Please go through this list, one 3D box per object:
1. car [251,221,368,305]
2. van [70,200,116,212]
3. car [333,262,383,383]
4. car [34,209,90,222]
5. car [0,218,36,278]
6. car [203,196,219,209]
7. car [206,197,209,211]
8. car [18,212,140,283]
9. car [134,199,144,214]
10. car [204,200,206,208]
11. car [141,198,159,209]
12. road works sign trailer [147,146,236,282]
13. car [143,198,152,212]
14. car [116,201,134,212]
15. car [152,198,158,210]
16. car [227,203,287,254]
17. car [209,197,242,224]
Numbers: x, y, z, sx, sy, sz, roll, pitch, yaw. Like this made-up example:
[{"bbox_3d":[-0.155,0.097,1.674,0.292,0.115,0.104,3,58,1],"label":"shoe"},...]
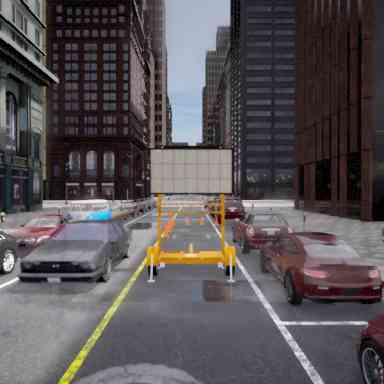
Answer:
[{"bbox_3d":[2.745,1.582,7.817,1.802,1.307,4.206,0,0,0],"label":"car"},{"bbox_3d":[-5.802,1.344,19.069,1.690,1.788,3.998,0,0,0],"label":"van"},{"bbox_3d":[2.756,1.582,2.180,1.802,1.307,4.206,0,0,0],"label":"car"},{"bbox_3d":[-5.790,1.583,13.433,1.802,1.307,4.206,0,0,0],"label":"car"},{"bbox_3d":[-5.780,1.551,7.795,2.008,1.369,4.403,0,0,0],"label":"car"},{"bbox_3d":[2.672,1.464,47.269,1.967,1.590,4.097,0,0,0],"label":"car"},{"bbox_3d":[2.702,1.324,30.361,2.192,1.841,5.009,0,0,0],"label":"car"},{"bbox_3d":[-3.018,1.548,9.943,2.033,1.411,5.357,0,0,0],"label":"car"},{"bbox_3d":[-5.821,1.592,30.342,1.802,1.307,4.206,0,0,0],"label":"car"},{"bbox_3d":[2.693,1.579,35.997,1.947,1.339,4.313,0,0,0],"label":"car"},{"bbox_3d":[-5.853,1.575,47.252,2.008,1.369,4.403,0,0,0],"label":"car"},{"bbox_3d":[-0.018,0.465,9.701,2.380,3.560,2.880,0,0,0],"label":"road works sign trailer"},{"bbox_3d":[-5.832,1.580,35.979,1.947,1.339,4.313,0,0,0],"label":"car"},{"bbox_3d":[-5.811,1.531,24.535,1.752,1.417,4.829,0,0,0],"label":"car"},{"bbox_3d":[-5.842,1.585,41.615,1.947,1.339,4.313,0,0,0],"label":"car"},{"bbox_3d":[2.734,1.441,13.453,1.967,1.590,4.097,0,0,0],"label":"car"},{"bbox_3d":[2.713,1.321,24.724,2.192,1.841,5.009,0,0,0],"label":"car"}]
